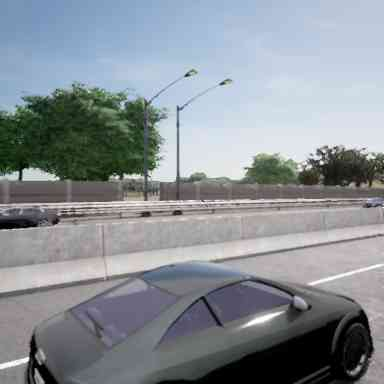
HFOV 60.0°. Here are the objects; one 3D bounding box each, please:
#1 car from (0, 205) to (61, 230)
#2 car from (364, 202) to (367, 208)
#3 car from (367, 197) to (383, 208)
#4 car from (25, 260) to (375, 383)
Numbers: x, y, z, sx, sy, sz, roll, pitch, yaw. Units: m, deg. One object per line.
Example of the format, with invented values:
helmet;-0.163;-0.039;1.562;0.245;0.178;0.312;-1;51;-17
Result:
car;-9.883;1.485;18.437;4.902;1.511;2.128;0;0;-35
car;24.008;1.484;42.590;5.008;1.535;1.882;1;0;-35
car;21.819;1.338;36.737;4.553;1.767;2.097;0;0;-35
car;0.341;1.557;3.988;4.181;1.385;1.994;0;0;-36
